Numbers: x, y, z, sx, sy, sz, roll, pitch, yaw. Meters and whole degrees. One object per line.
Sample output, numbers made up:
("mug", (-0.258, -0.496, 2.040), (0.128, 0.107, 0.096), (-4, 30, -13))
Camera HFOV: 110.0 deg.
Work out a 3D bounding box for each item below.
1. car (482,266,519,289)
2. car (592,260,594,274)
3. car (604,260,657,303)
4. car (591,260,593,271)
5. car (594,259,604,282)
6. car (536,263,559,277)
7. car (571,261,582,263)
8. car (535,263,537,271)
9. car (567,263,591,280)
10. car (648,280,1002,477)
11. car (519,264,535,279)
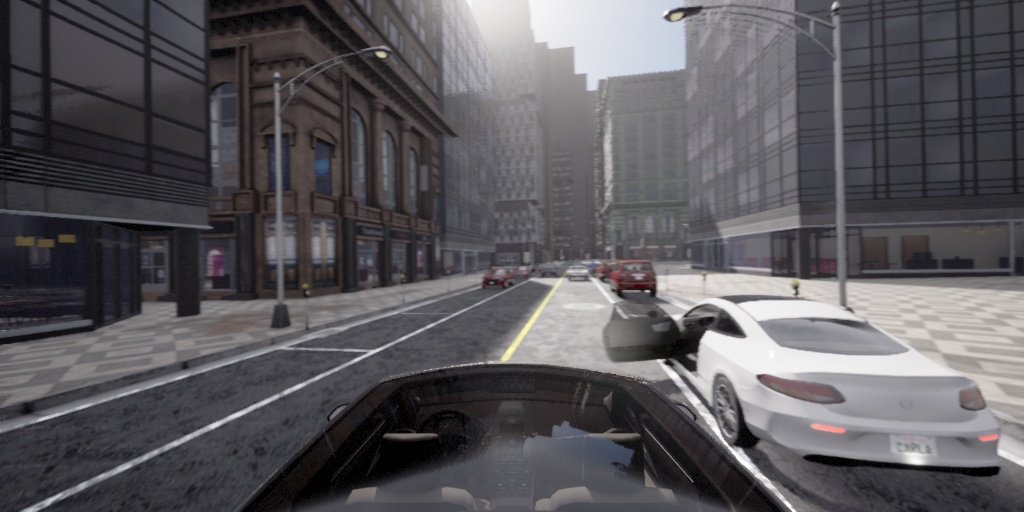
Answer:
("car", (-0.954, 1.581, 26.362), (1.888, 1.381, 4.507), (0, 0, 10))
("car", (9.419, 1.385, 35.994), (1.967, 1.591, 4.097), (0, 0, 10))
("car", (6.448, 1.140, 19.310), (2.192, 1.841, 5.009), (0, 0, 10))
("car", (11.400, 1.601, 47.117), (1.802, 1.307, 4.207), (0, 0, 10))
("car", (8.429, 1.221, 30.432), (2.192, 1.841, 5.009), (0, 0, 10))
("car", (4.410, 1.639, 41.423), (2.033, 1.411, 5.357), (-1, -1, 10))
("car", (8.078, 1.407, 44.560), (2.097, 1.767, 4.553), (-1, -1, 11))
("car", (3.998, 1.788, 54.171), (1.948, 1.339, 4.313), (0, 0, 10))
("car", (6.234, 1.585, 34.015), (1.895, 1.301, 4.718), (-1, -1, 10))
("car", (3.357, 1.250, 4.915), (1.812, 1.442, 4.674), (-1, -1, 10))
("car", (1.027, 1.696, 37.485), (1.802, 1.307, 4.207), (0, 0, 10))
